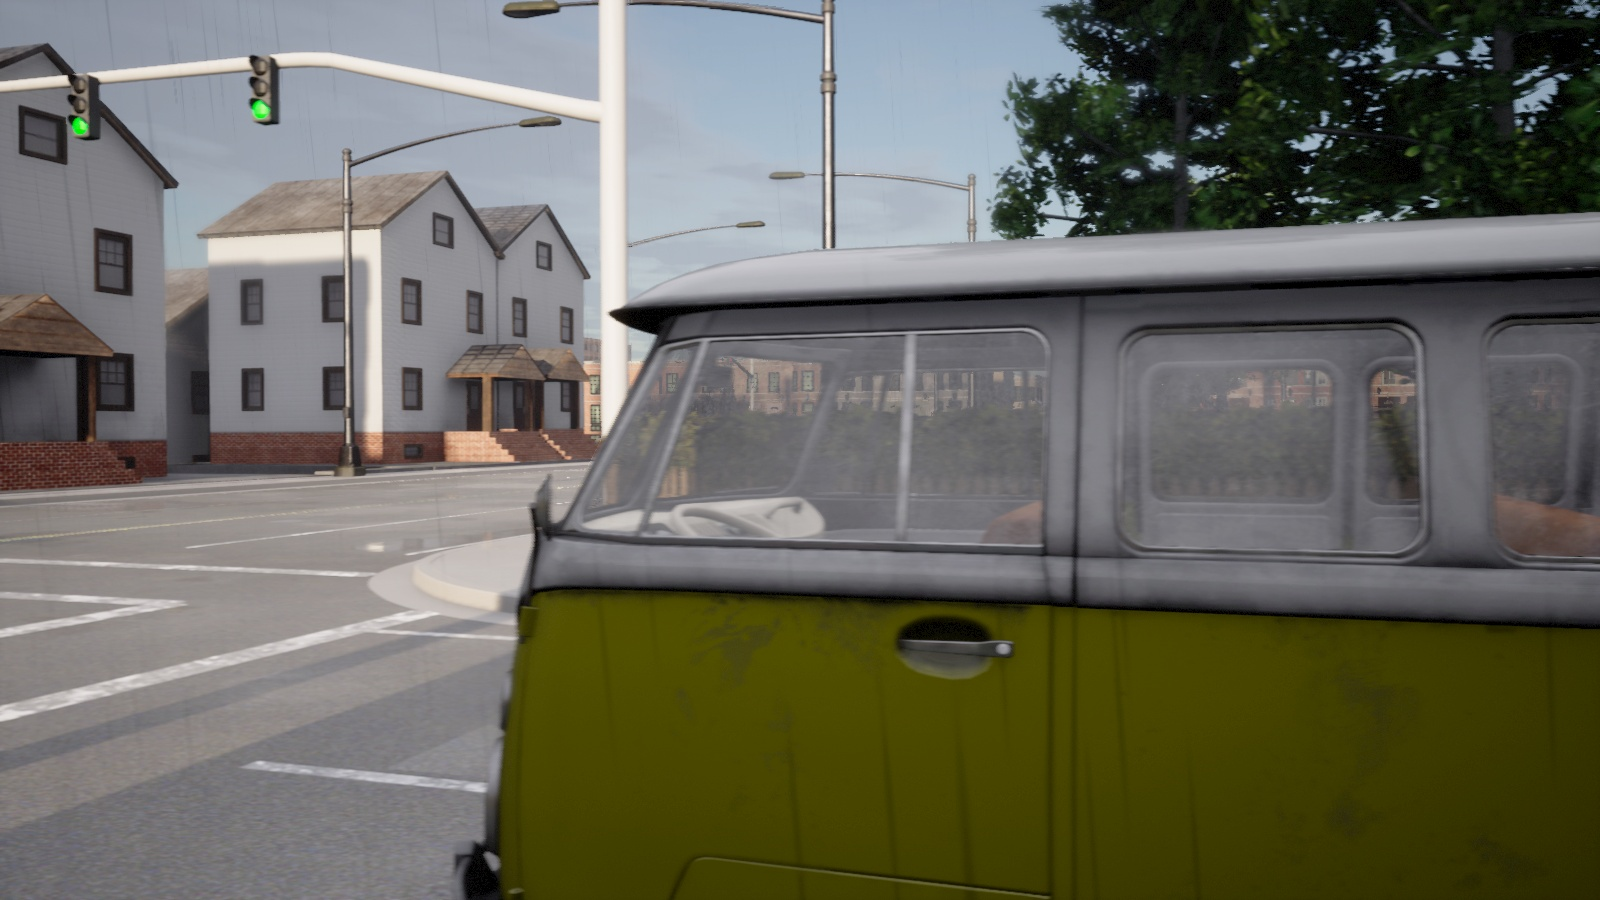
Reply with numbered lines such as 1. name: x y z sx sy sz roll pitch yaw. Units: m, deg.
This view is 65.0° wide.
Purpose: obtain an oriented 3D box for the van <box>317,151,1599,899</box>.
1. van: 1.398 0.541 2.721 4.442 1.987 1.775 1 1 18
